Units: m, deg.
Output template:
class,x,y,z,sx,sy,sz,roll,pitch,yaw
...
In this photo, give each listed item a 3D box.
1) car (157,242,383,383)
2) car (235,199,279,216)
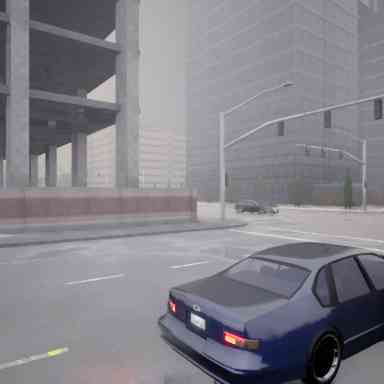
class,x,y,z,sx,sy,sz,roll,pitch,yaw
car,2.123,1.547,5.303,5.357,1.411,2.033,0,0,-35
car,6.324,1.491,32.888,2.128,1.511,4.902,0,0,-36
